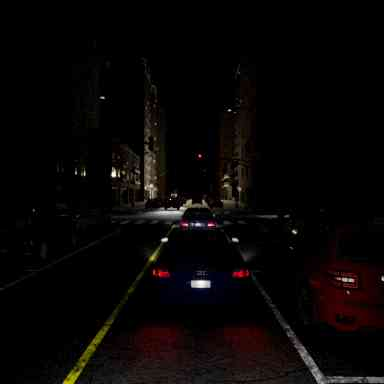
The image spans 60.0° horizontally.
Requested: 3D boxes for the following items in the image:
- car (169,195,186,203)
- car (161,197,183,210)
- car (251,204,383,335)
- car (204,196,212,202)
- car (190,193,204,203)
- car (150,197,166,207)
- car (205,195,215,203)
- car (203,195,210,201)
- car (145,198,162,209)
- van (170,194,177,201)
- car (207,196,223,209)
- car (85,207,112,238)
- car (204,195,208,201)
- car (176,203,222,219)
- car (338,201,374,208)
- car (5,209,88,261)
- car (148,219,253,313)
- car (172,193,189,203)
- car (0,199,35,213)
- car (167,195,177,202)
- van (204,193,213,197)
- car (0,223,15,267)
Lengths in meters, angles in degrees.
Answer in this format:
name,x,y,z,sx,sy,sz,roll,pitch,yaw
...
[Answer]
name,x,y,z,sx,sy,sz,roll,pitch,yaw
car,-2.366,1.614,52.670,1.895,1.301,4.718,0,0,1
car,-2.504,1.611,43.240,1.895,1.301,4.718,0,0,1
car,2.762,1.316,6.644,2.192,1.841,5.009,1,0,1
car,3.766,1.608,78.945,1.802,1.307,4.206,1,0,1
car,0.976,1.495,63.413,1.882,1.535,5.008,0,0,1
car,-5.153,1.557,50.709,1.887,1.381,4.507,1,0,1
car,3.371,1.594,50.582,1.802,1.307,4.206,1,0,1
car,3.924,1.599,90.291,1.947,1.339,4.313,1,0,1
car,-5.232,1.555,45.037,1.887,1.381,4.507,1,0,1
van,-4.677,1.371,84.743,1.690,1.788,3.998,1,0,1
car,3.293,1.593,44.909,1.802,1.307,4.206,1,0,1
car,-5.611,1.529,17.850,1.752,1.417,4.829,1,0,1
car,3.450,1.597,56.255,1.802,1.307,4.206,1,0,1
car,0.292,1.552,17.836,2.033,1.411,5.357,0,0,0
car,14.944,1.651,31.945,4.902,1.511,2.128,1,-1,1
car,-5.687,1.547,12.396,1.887,1.381,4.507,1,0,1
car,0.185,1.566,7.772,1.994,1.385,4.181,0,0,1
car,-2.203,1.369,62.311,2.097,1.767,4.553,0,0,1
car,-16.387,1.342,29.353,4.902,1.511,2.128,1,-1,1
car,-4.757,1.466,79.071,1.967,1.590,4.097,1,0,1
van,3.532,1.358,61.928,1.690,1.788,3.998,1,0,1
car,-5.767,1.527,6.602,1.752,1.417,4.829,1,0,1
